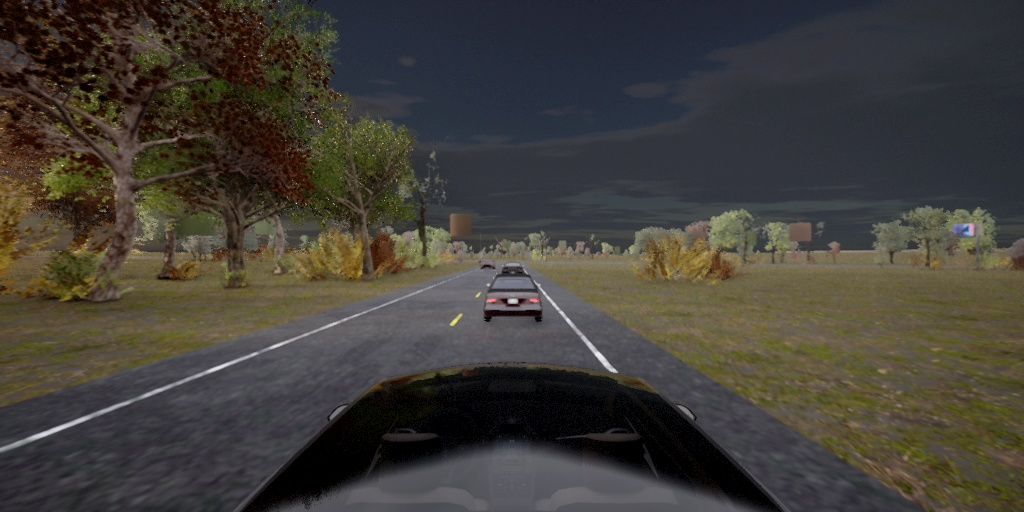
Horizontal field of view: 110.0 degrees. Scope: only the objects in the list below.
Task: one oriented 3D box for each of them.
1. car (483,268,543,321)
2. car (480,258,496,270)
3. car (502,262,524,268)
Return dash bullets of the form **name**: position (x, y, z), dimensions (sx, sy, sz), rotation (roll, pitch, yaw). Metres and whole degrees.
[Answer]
- **car**: position (0.046, 1.308, 12.495), dimensions (2.033, 1.411, 5.357), rotation (0, 0, 0)
- **car**: position (-3.580, 1.139, 53.602), dimensions (2.097, 1.767, 4.553), rotation (0, 0, 0)
- **car**: position (0.077, 1.254, 32.685), dimensions (1.882, 1.535, 5.008), rotation (0, 0, 0)
